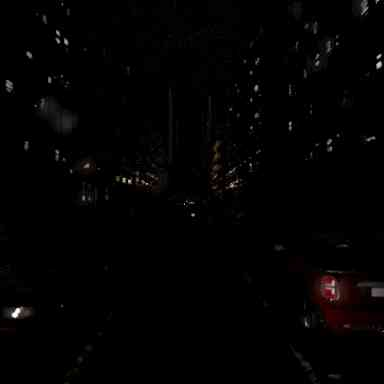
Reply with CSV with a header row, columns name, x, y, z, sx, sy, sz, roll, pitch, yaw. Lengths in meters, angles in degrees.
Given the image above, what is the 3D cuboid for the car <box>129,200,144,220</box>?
name,x,y,z,sx,sy,sz,roll,pitch,yaw
car,-5.677,1.563,28.816,1.967,1.590,4.097,1,0,0

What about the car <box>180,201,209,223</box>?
name,x,y,z,sx,sy,sz,roll,pitch,yaw
car,0.080,1.678,26.498,1.994,1.385,4.181,0,0,0

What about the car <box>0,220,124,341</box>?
name,x,y,z,sx,sy,sz,roll,pitch,yaw
car,-3.097,1.580,7.122,2.033,1.411,5.357,0,0,0

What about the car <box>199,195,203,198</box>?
name,x,y,z,sx,sy,sz,roll,pitch,yaw
car,2.702,1.673,56.572,1.967,1.590,4.097,1,0,0

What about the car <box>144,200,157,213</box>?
name,x,y,z,sx,sy,sz,roll,pitch,yaw
car,-5.680,1.711,39.897,1.887,1.381,4.507,1,0,0

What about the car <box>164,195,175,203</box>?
name,x,y,z,sx,sy,sz,roll,pitch,yaw
car,-5.677,1.649,84.221,2.192,1.841,5.009,1,0,0

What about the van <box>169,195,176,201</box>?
name,x,y,z,sx,sy,sz,roll,pitch,yaw
van,-5.678,1.715,95.302,1.690,1.788,3.998,1,0,0

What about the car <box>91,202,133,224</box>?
name,x,y,z,sx,sy,sz,roll,pitch,yaw
car,-5.679,1.645,23.275,1.887,1.381,4.507,1,0,0

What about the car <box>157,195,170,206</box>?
name,x,y,z,sx,sy,sz,roll,pitch,yaw
car,-5.681,1.804,62.059,2.008,1.369,4.403,1,0,0

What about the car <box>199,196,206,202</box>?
name,x,y,z,sx,sy,sz,roll,pitch,yaw
car,2.699,1.881,89.984,1.752,1.417,4.829,1,0,0

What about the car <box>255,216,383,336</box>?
name,x,y,z,sx,sy,sz,roll,pitch,yaw
car,2.704,1.471,6.706,1.967,1.590,4.097,1,0,0

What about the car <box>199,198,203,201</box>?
name,x,y,z,sx,sy,sz,roll,pitch,yaw
car,0.083,1.774,41.528,1.895,1.301,4.718,0,0,0

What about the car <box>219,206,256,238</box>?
name,x,y,z,sx,sy,sz,roll,pitch,yaw
car,2.701,1.661,17.786,1.802,1.307,4.206,1,0,0

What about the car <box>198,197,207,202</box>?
name,x,y,z,sx,sy,sz,roll,pitch,yaw
car,2.699,1.886,84.273,2.008,1.369,4.403,1,0,0

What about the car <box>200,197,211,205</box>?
name,x,y,z,sx,sy,sz,roll,pitch,yaw
car,2.700,1.819,67.653,1.887,1.381,4.507,1,0,0

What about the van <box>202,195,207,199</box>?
name,x,y,z,sx,sy,sz,roll,pitch,yaw
van,2.704,1.531,45.490,1.690,1.788,3.998,1,0,0

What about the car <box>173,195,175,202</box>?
name,x,y,z,sx,sy,sz,roll,pitch,yaw
car,-5.681,1.838,78.511,1.752,1.417,4.829,1,0,0

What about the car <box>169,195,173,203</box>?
name,x,y,z,sx,sy,sz,roll,pitch,yaw
car,-5.676,1.588,67.600,2.192,1.841,5.009,1,0,0

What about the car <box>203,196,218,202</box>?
name,x,y,z,sx,sy,sz,roll,pitch,yaw
car,2.703,1.608,39.949,1.967,1.590,4.097,1,0,0

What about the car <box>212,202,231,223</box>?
name,x,y,z,sx,sy,sz,roll,pitch,yaw
car,2.701,1.668,23.327,1.947,1.339,4.313,1,0,0

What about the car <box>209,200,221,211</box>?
name,x,y,z,sx,sy,sz,roll,pitch,yaw
car,2.701,1.690,28.867,1.947,1.339,4.313,1,0,0

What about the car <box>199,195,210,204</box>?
name,x,y,z,sx,sy,sz,roll,pitch,yaw
car,2.704,1.610,73.193,2.192,1.841,5.009,1,0,0
